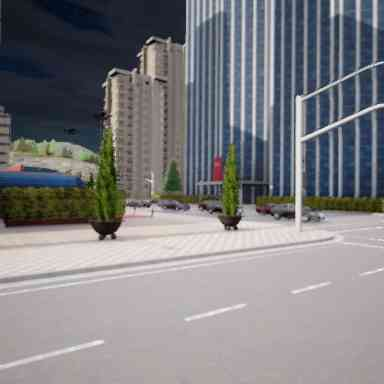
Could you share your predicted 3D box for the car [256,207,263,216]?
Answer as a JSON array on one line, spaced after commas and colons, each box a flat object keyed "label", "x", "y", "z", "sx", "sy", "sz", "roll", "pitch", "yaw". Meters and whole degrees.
[{"label": "car", "x": 8.928, "y": 1.905, "z": 34.470, "sx": 1.895, "sy": 1.301, "sz": 4.718, "roll": 1, "pitch": 0, "yaw": -36}]

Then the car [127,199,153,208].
[{"label": "car", "x": -8.355, "y": 1.811, "z": 52.466, "sx": 2.033, "sy": 1.411, "sz": 5.357, "roll": 1, "pitch": 0, "yaw": -36}]

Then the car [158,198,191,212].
[{"label": "car", "x": -2.057, "y": 1.770, "z": 43.701, "sx": 1.837, "sy": 1.490, "sz": 4.892, "roll": 1, "pitch": -1, "yaw": -36}]

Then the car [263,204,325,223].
[{"label": "car", "x": 8.932, "y": 1.757, "z": 28.509, "sx": 2.128, "sy": 1.511, "sz": 4.902, "roll": 1, "pitch": 0, "yaw": -36}]

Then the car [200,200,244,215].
[{"label": "car", "x": 3.522, "y": 1.756, "z": 35.977, "sx": 2.128, "sy": 1.511, "sz": 4.902, "roll": 1, "pitch": 0, "yaw": -36}]

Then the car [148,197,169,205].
[{"label": "car", "x": -6.884, "y": 1.874, "z": 68.594, "sx": 2.128, "sy": 1.511, "sz": 4.902, "roll": 1, "pitch": 0, "yaw": -36}]

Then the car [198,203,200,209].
[{"label": "car", "x": 2.813, "y": 1.781, "z": 42.933, "sx": 1.882, "sy": 1.535, "sz": 5.008, "roll": 1, "pitch": 0, "yaw": -36}]

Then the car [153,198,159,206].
[{"label": "car", "x": -3.402, "y": 1.850, "z": 51.554, "sx": 2.033, "sy": 1.411, "sz": 5.357, "roll": 1, "pitch": 0, "yaw": -36}]
